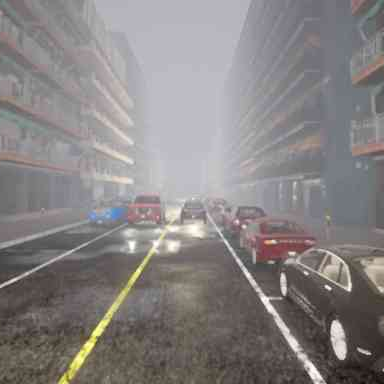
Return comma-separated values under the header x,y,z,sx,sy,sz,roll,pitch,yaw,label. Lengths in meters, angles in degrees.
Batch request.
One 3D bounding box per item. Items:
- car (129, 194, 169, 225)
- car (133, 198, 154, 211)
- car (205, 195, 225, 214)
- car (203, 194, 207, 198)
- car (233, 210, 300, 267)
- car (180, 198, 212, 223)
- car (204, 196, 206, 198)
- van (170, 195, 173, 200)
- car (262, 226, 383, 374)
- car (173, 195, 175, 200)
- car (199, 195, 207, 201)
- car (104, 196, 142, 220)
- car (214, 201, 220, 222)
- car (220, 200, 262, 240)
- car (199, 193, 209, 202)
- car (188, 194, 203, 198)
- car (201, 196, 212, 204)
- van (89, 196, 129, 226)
x,y,z,sx,sy,sz,roll,pitch,yaw,label
-3.080,1.172,23.720,2.150,2.045,5.566,0,0,0,car
-5.680,1.490,39.534,1.887,1.381,4.507,0,0,0,car
2.699,1.386,33.846,1.967,1.590,4.097,0,0,0,car
2.704,1.489,50.833,1.887,1.381,4.507,0,0,0,car
2.693,1.519,11.203,1.887,1.381,4.507,0,0,0,car
0.108,1.443,24.658,2.128,1.511,4.902,0,0,0,car
2.701,1.471,39.678,1.752,1.417,4.829,0,0,0,car
-5.671,1.299,73.506,1.690,1.788,3.998,0,0,0,van
2.692,1.538,5.540,2.008,1.369,4.403,0,0,0,car
-5.666,1.428,90.491,1.967,1.590,4.097,0,0,0,car
2.714,1.528,84.803,2.008,1.369,4.403,0,0,0,car
-5.683,1.264,28.210,2.192,1.841,5.009,0,0,0,car
2.696,1.535,22.527,1.802,1.307,4.206,0,0,0,car
2.695,1.403,16.863,1.967,1.590,4.097,0,0,0,car
2.711,1.282,79.141,2.192,1.841,5.009,0,0,0,car
0.115,1.437,46.459,2.128,1.511,4.902,0,0,0,car
2.707,1.472,62.327,1.752,1.417,4.829,0,0,0,car
-5.684,1.294,22.550,1.690,1.788,3.998,0,0,0,van
